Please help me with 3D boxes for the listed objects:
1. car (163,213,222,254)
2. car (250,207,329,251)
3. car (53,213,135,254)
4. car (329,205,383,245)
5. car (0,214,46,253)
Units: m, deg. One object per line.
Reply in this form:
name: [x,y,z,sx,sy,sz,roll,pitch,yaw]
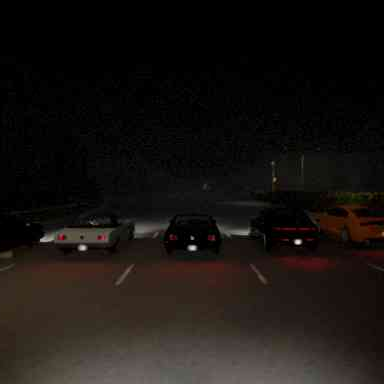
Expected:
car: [0.040,1.467,12.814,1.895,1.301,4.718,0,1,1]
car: [3.547,1.365,13.461,1.837,1.490,4.892,0,1,1]
car: [-3.460,1.467,12.814,1.895,1.301,4.718,0,1,1]
car: [7.054,1.325,14.618,1.882,1.535,5.008,0,1,0]
car: [-6.978,1.430,11.248,2.033,1.411,5.357,0,1,0]
